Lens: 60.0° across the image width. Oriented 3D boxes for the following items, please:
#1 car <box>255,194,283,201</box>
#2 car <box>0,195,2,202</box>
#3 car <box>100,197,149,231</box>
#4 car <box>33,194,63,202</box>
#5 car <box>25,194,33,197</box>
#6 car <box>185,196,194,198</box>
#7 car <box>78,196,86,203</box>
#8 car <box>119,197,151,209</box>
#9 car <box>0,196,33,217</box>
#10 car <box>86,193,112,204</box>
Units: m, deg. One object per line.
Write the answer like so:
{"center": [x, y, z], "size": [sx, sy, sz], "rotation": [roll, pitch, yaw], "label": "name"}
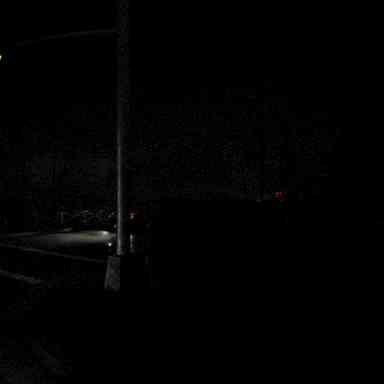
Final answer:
{"center": [8.450, 1.221, 37.024], "size": [2.150, 2.045, 5.566], "rotation": [0, 0, 35], "label": "car"}
{"center": [-41.384, 1.296, 67.525], "size": [2.007, 1.523, 4.514], "rotation": [0, 0, 35], "label": "car"}
{"center": [-3.022, 1.352, 20.539], "size": [2.097, 1.767, 4.553], "rotation": [0, 0, 35], "label": "car"}
{"center": [-28.897, 1.152, 67.720], "size": [2.152, 1.636, 5.027], "rotation": [0, 0, 35], "label": "car"}
{"center": [-34.322, 1.230, 71.163], "size": [1.970, 1.475, 3.806], "rotation": [0, 0, 35], "label": "car"}
{"center": [-0.753, 1.373, 48.140], "size": [1.845, 1.501, 3.633], "rotation": [0, 0, 35], "label": "car"}
{"center": [-18.453, 1.075, 60.329], "size": [1.905, 1.878, 3.866], "rotation": [0, 0, 35], "label": "car"}
{"center": [-7.473, 1.383, 43.804], "size": [1.970, 1.475, 3.806], "rotation": [0, 0, 35], "label": "car"}
{"center": [-15.785, 1.339, 26.883], "size": [2.007, 1.523, 4.514], "rotation": [0, 0, 35], "label": "car"}
{"center": [-15.843, 1.096, 58.987], "size": [1.932, 1.855, 4.605], "rotation": [0, 0, 35], "label": "car"}
